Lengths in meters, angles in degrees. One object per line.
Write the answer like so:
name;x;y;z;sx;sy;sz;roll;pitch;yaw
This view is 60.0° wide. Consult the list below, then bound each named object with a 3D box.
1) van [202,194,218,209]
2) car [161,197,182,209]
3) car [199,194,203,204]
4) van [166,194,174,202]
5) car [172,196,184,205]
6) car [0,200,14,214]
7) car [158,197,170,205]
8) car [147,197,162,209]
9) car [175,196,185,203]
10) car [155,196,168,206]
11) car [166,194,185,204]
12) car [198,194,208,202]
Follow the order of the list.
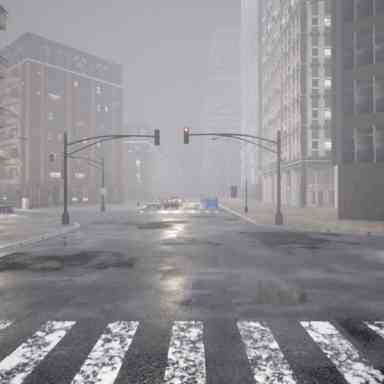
van;2.669;1.387;45.905;1.690;1.788;3.998;0;0;0
car;-2.730;1.645;45.051;1.895;1.301;4.718;0;0;0
car;2.716;1.645;68.114;1.887;1.381;4.507;0;0;0
van;-5.139;1.475;79.236;1.690;1.788;3.998;0;0;0
car;-2.657;1.580;64.017;2.128;1.511;4.902;0;0;1
car;-21.616;1.699;37.093;4.892;1.490;1.837;0;-1;41
car;-5.176;1.651;62.580;1.947;1.339;4.313;0;0;0
car;-5.212;1.571;45.752;1.752;1.417;4.829;0;0;0
car;-2.589;1.669;73.899;1.994;1.385;4.181;0;0;0
car;-5.188;1.510;57.028;1.967;1.590;4.097;0;0;0
car;-2.705;1.415;54.177;2.097;1.767;4.553;0;0;0
car;2.752;1.468;84.773;2.192;1.841;5.009;0;0;0
